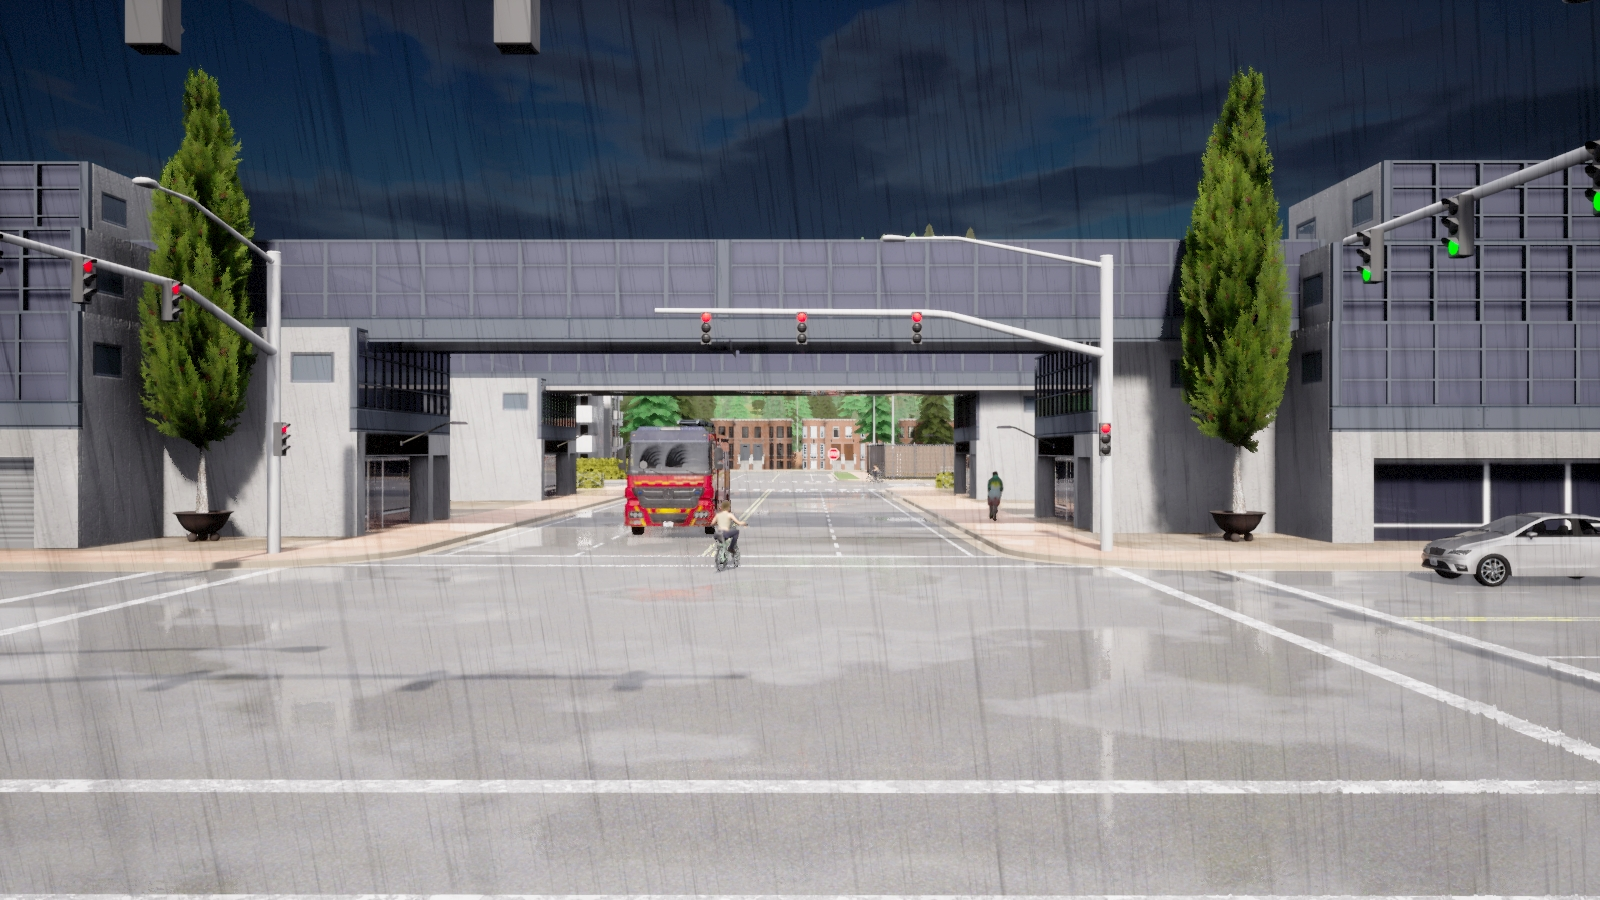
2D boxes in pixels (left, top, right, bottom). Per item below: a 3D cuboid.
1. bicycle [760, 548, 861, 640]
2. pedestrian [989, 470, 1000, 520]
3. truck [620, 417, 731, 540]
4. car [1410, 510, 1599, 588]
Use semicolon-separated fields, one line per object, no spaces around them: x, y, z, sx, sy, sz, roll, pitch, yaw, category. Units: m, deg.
0.166;2.158;17.259;1.487;1.276;0.859;0;0;2;bicycle
7.319;1.698;42.970;0.375;1.860;0.375;0;0;2;pedestrian
-4.133;0.890;39.814;2.891;3.827;8.468;0;0;0;truck
15.490;2.066;24.189;4.193;1.474;1.816;0;0;0;car
